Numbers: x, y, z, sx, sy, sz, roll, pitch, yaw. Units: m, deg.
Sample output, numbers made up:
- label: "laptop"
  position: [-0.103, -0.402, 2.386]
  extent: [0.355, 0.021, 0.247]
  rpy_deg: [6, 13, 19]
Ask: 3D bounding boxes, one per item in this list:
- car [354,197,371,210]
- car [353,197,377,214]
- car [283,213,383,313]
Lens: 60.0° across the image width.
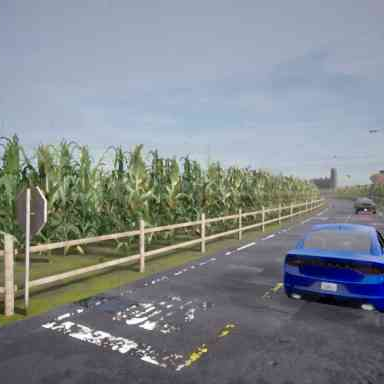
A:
- label: "car"
  position: [22.673, 1.505, 44.343]
  extent: [1.837, 1.490, 4.892]
  rpy_deg: [0, 0, 24]
- label: "car"
  position: [18.307, 1.508, 35.154]
  extent: [1.837, 1.490, 4.892]
  rpy_deg: [0, 0, 27]
- label: "car"
  position: [3.614, 1.479, 7.875]
  extent: [1.882, 1.535, 5.008]
  rpy_deg: [0, 0, 30]
